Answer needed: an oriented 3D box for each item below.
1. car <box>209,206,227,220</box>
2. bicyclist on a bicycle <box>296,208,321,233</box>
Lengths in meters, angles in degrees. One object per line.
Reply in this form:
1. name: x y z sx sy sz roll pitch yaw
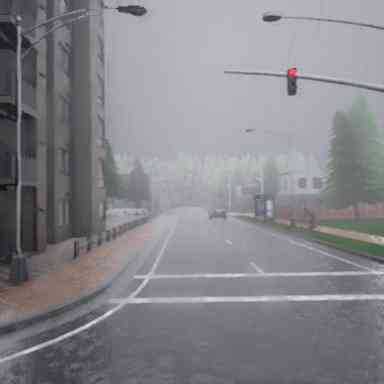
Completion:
1. car: 3.360 2.679 44.300 2.097 1.767 4.553 -1 -2 -1
2. bicyclist on a bicycle: 7.631 1.857 21.831 1.656 1.620 0.582 -1 -2 -1
